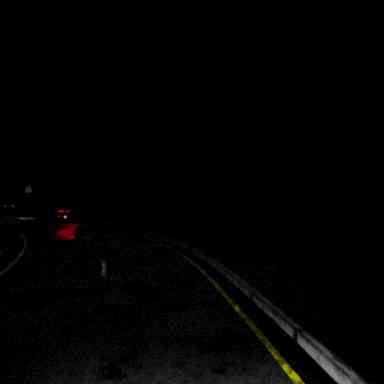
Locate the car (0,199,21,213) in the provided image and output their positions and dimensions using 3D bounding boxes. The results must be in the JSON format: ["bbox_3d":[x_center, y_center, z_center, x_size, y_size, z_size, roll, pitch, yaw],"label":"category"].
[{"bbox_3d":[-20.004,1.394,34.657,5.357,1.411,2.033,2,0,34],"label":"car"}]

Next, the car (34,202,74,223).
[{"bbox_3d":[-11.078,1.576,26.649,1.837,1.490,4.892,1,0,-42],"label":"car"}]
